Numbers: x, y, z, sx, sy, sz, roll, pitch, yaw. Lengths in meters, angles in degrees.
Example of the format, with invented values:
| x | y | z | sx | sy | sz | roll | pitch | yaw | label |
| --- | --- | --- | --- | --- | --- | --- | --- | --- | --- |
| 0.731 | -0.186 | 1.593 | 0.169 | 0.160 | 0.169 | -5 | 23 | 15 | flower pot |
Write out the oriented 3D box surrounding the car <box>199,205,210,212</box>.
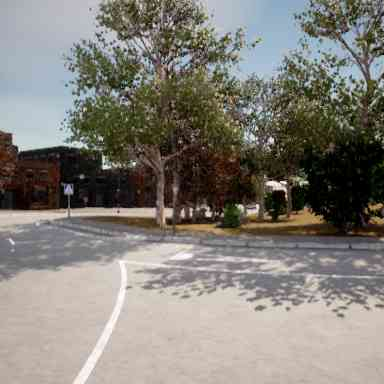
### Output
| x | y | z | sx | sy | sz | roll | pitch | yaw | label |
| --- | --- | --- | --- | --- | --- | --- | --- | --- | --- |
| 3.885 | 4.686 | 93.762 | 2.435 | 2.045 | 5.566 | 0 | -2 | 26 | car |
